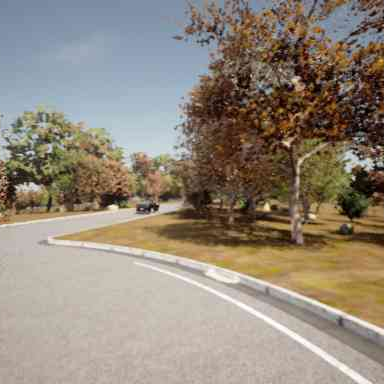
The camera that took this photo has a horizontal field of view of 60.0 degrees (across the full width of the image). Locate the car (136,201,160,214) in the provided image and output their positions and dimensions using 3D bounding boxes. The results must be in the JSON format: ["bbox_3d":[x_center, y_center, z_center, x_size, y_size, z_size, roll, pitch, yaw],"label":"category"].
[{"bbox_3d":[-5.461,1.870,41.869,1.882,1.535,5.008,-1,0,11],"label":"car"}]
